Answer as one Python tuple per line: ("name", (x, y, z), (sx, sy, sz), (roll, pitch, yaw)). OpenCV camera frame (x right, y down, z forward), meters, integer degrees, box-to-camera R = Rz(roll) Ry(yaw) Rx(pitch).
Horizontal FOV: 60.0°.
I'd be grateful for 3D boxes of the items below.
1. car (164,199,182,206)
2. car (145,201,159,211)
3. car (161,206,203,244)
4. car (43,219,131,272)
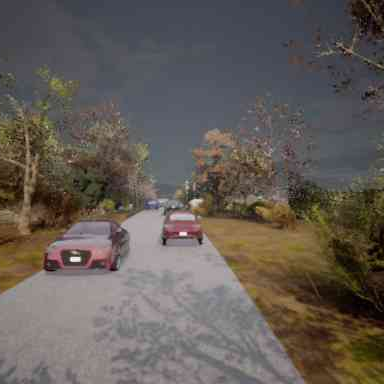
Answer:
("car", (-2.174, 1.702, 38.384), (2.097, 1.767, 4.553), (0, -1, -5))
("car", (-6.203, 2.113, 52.062), (1.882, 1.535, 5.008), (0, -1, -4))
("car", (-0.512, 1.610, 16.280), (1.812, 1.442, 4.674), (0, 0, -4))
("car", (-3.173, 1.608, 10.816), (1.994, 1.385, 4.181), (0, 0, -3))
